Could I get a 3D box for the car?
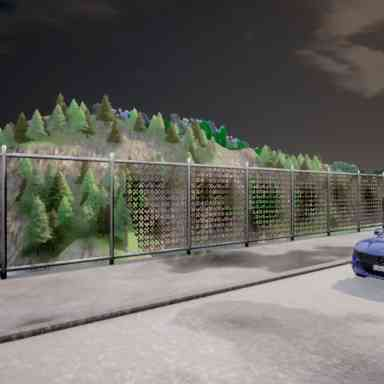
[{"bbox_3d":[6.337,1.477,9.067,5.008,1.535,1.882,0,0,-35],"label":"car"}]
